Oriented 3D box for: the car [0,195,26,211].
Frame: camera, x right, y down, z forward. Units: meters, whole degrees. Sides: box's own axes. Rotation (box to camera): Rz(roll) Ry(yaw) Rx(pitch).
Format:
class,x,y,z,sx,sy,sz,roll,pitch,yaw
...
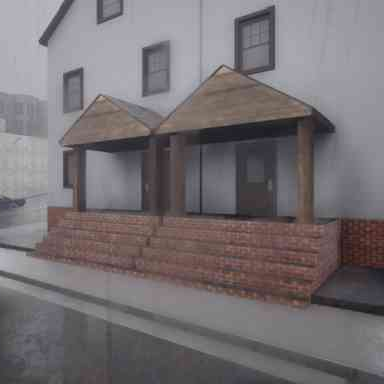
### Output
class,x,y,z,sx,sy,sz,roll,pitch,yaw
car,-15.468,1.012,25.408,1.895,1.301,4.718,0,6,35
